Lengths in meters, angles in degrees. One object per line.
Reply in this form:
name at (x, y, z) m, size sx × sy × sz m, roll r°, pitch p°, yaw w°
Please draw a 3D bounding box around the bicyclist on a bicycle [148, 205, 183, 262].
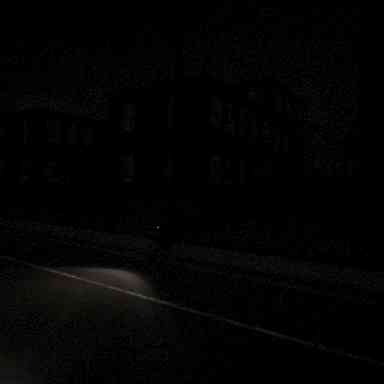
bicyclist on a bicycle at (-0.815, 1.168, 10.091) m, size 0.582 × 1.620 × 1.656 m, roll 2°, pitch 11°, yaw 35°
